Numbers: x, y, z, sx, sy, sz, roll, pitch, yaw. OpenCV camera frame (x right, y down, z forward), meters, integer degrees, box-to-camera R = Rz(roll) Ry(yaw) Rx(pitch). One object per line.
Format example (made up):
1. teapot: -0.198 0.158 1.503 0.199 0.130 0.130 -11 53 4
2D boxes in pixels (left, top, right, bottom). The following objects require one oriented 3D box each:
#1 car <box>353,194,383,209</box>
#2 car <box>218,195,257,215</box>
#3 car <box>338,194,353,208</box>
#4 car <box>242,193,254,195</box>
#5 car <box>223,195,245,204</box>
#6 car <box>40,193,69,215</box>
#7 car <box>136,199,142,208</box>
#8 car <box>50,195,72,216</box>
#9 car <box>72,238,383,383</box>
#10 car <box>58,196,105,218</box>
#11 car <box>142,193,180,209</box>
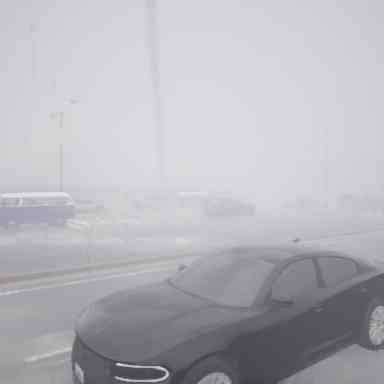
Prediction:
1. car: 22.622 1.145 41.585 4.605 1.855 1.932 0 0 -35
2. car: 5.178 1.389 36.086 3.806 1.475 1.970 0 0 -35
3. car: 20.993 1.147 43.978 3.866 1.878 1.905 0 0 -35
4. car: 9.617 1.146 59.967 3.866 1.878 1.905 0 0 -35
5. car: 7.952 1.385 62.336 3.806 1.475 1.970 0 0 -35
6. car: -13.745 1.149 36.583 4.605 1.855 1.932 0 0 -35
7. car: -6.288 1.356 52.221 3.905 1.438 1.784 0 0 -35
8. car: -12.152 1.360 34.423 3.905 1.438 1.784 0 0 -35
9. car: 0.951 1.477 4.660 5.008 1.535 1.882 0 0 -35
10. car: -10.479 1.391 32.060 3.806 1.475 1.970 0 0 -35
11. car: -4.666 1.146 49.820 4.605 1.855 1.932 0 0 -35
